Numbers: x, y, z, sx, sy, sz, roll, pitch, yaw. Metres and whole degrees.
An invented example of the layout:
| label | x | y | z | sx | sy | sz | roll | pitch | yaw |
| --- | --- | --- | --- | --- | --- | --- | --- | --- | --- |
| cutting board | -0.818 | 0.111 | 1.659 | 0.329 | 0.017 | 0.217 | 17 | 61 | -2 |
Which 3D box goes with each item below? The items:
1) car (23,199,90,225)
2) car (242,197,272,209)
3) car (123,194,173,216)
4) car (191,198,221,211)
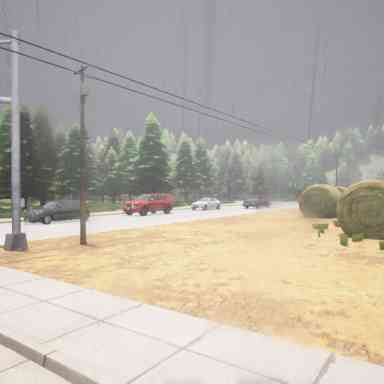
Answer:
| label | x | y | z | sx | sy | sz | roll | pitch | yaw |
| --- | --- | --- | --- | --- | --- | --- | --- | --- | --- |
| car | -9.926 | 1.362 | 24.612 | 2.097 | 1.767 | 4.553 | 0 | 0 | 37 |
| car | 8.467 | 1.410 | 43.134 | 2.033 | 1.411 | 5.357 | 0 | 0 | 37 |
| car | -4.139 | 1.179 | 32.386 | 2.150 | 2.045 | 5.566 | 0 | 0 | 37 |
| car | 1.777 | 1.431 | 40.324 | 1.812 | 1.442 | 4.674 | 0 | 0 | 37 |
